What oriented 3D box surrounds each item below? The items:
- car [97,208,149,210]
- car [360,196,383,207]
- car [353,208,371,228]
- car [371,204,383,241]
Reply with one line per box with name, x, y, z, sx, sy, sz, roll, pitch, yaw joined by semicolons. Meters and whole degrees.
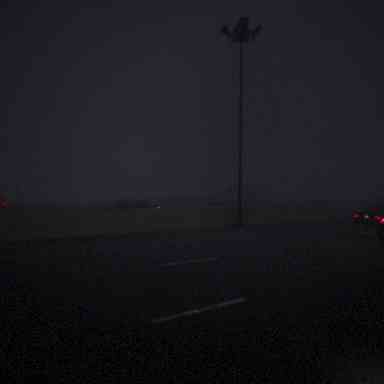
car;-5.101;1.250;25.710;5.357;1.411;2.033;0;1;-32
car;25.268;1.256;45.092;4.674;1.442;1.812;0;1;-22
car;11.920;1.431;19.636;5.357;1.411;2.033;0;1;-27
car;10.234;1.276;14.396;4.553;1.767;2.097;0;1;-30
